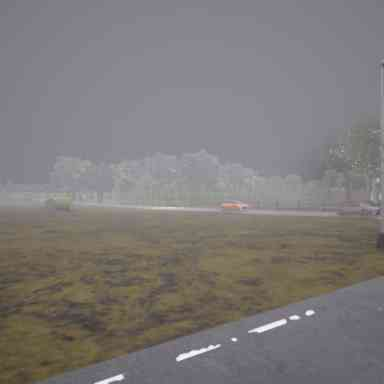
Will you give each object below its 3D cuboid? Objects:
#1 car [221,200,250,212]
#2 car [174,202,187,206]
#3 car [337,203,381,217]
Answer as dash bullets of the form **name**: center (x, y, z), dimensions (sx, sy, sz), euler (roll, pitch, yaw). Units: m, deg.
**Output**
- **car**: center (6.268, 1.997, 48.473), dimensions (2.097, 1.767, 4.553), euler (-1, -1, -35)
- **car**: center (-2.741, 2.150, 61.377), dimensions (1.994, 1.385, 4.181), euler (-1, 0, -35)
- **car**: center (16.862, 1.795, 33.469), dimensions (1.994, 1.385, 4.181), euler (-1, -1, -35)
